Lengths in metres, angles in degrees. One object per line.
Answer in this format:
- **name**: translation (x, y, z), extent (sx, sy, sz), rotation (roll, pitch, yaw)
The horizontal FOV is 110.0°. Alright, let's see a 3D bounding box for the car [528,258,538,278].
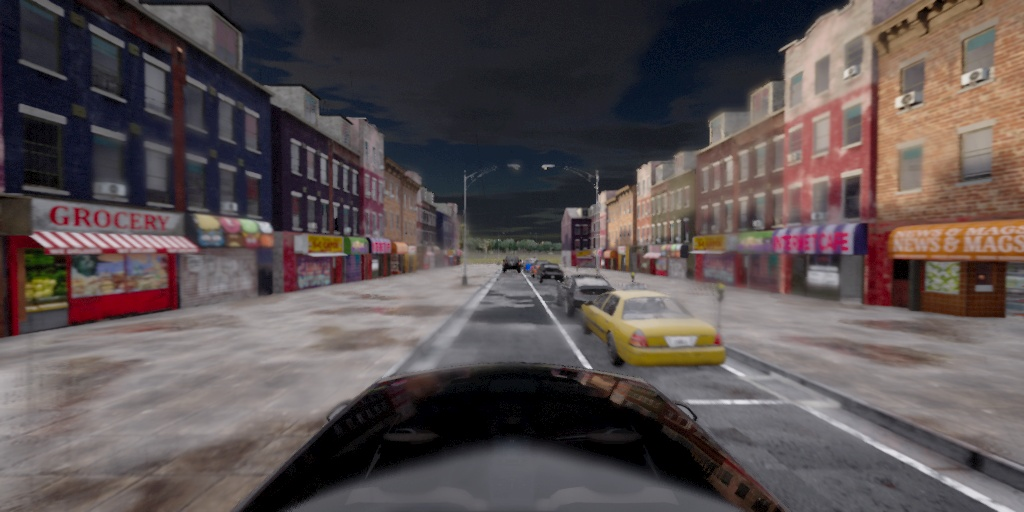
- **car**: translation (2.976, 1.198, 35.938), extent (2.097, 1.767, 4.553), rotation (0, 0, 0)

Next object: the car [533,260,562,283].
- **car**: translation (3.011, 1.330, 28.966), extent (1.837, 1.490, 4.892), rotation (0, 0, 0)

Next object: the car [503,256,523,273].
- **car**: translation (-0.008, 1.082, 46.308), extent (2.150, 2.045, 5.566), rotation (0, 0, 0)

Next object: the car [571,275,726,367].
- **car**: translation (2.634, 1.292, 7.865), extent (1.751, 1.417, 4.829), rotation (0, 0, 0)

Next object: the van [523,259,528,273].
- **van**: translation (2.622, 1.217, 46.422), extent (1.690, 1.789, 3.998), rotation (0, 0, 0)

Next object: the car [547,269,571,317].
- **car**: translation (2.633, 1.332, 13.228), extent (2.007, 1.370, 4.403), rotation (0, 0, 0)
